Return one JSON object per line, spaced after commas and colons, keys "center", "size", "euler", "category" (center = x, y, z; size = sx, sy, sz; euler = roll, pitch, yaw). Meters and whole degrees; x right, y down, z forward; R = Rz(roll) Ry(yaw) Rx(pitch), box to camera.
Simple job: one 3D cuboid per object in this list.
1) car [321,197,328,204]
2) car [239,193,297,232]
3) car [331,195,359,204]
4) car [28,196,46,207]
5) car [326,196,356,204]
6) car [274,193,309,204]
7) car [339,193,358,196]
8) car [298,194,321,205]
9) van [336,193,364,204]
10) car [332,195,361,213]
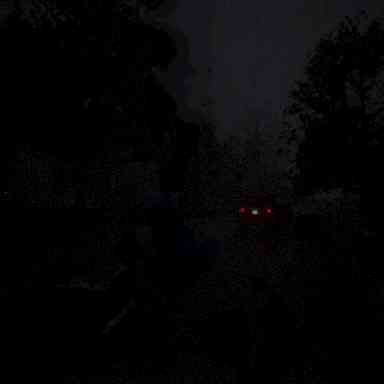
{"center": [22.851, 1.529, 58.261], "size": [1.895, 1.301, 4.718], "euler": [0, -1, 5], "category": "car"}
{"center": [4.468, 1.124, 19.559], "size": [2.150, 2.045, 5.566], "euler": [0, 0, 27], "category": "car"}
{"center": [30.677, 1.456, 66.867], "size": [4.553, 1.767, 2.185], "euler": [0, -2, 4], "category": "car"}
{"center": [-23.374, 1.357, 50.009], "size": [1.882, 1.535, 5.008], "euler": [-1, 1, -33], "category": "car"}
{"center": [31.111, 1.655, 69.756], "size": [5.366, 1.575, 1.946], "euler": [0, -2, 4], "category": "car"}
{"center": [17.933, 1.188, 60.199], "size": [5.566, 2.045, 2.435], "euler": [0, -1, 4], "category": "car"}
{"center": [25.983, 1.130, 56.443], "size": [2.150, 2.045, 5.566], "euler": [0, -1, 5], "category": "car"}
{"center": [17.549, 1.111, 54.750], "size": [5.566, 2.045, 2.435], "euler": [0, -1, 4], "category": "car"}
{"center": [30.365, 1.289, 63.847], "size": [4.442, 1.987, 1.878], "euler": [0, -1, 4], "category": "van"}
{"center": [16.806, 1.375, 35.004], "size": [1.994, 1.385, 4.181], "euler": [0, 0, 43], "category": "car"}
